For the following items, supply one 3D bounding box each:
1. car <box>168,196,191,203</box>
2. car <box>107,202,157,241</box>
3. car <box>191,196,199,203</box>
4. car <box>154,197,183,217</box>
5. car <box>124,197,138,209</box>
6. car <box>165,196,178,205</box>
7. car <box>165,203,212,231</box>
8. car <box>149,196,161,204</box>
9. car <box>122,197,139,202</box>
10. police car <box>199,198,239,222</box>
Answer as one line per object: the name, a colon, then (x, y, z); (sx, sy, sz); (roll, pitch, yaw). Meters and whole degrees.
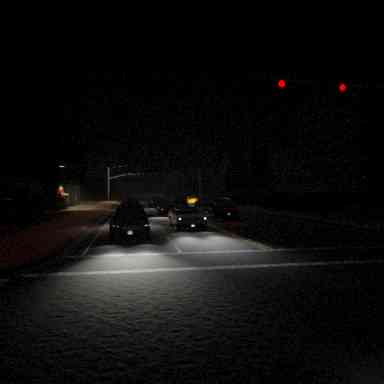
car: (-1.870, 1.352, 49.743); (2.097, 1.767, 4.553); (0, 0, -10)
car: (-3.115, 1.492, 16.738); (2.128, 1.511, 4.902); (0, 0, -11)
car: (1.641, 1.601, 49.981); (1.895, 1.301, 4.718); (0, 0, -10)
car: (-2.349, 1.526, 31.994); (1.812, 1.442, 4.674); (0, 0, -10)
car: (-8.288, 1.507, 45.242); (1.837, 1.490, 4.892); (0, -1, -10)
car: (-3.691, 1.505, 59.412); (1.837, 1.490, 4.892); (0, 0, -10)
car: (-0.343, 1.601, 20.989); (1.895, 1.301, 4.718); (0, 0, -10)
car: (-4.962, 1.351, 46.545); (2.097, 1.767, 4.553); (0, 0, -10)
car: (-4.791, 1.352, 25.869); (2.097, 1.767, 4.553); (0, 0, -10)
police car: (2.225, 1.425, 27.020); (1.930, 1.638, 5.238); (0, 0, -10)
